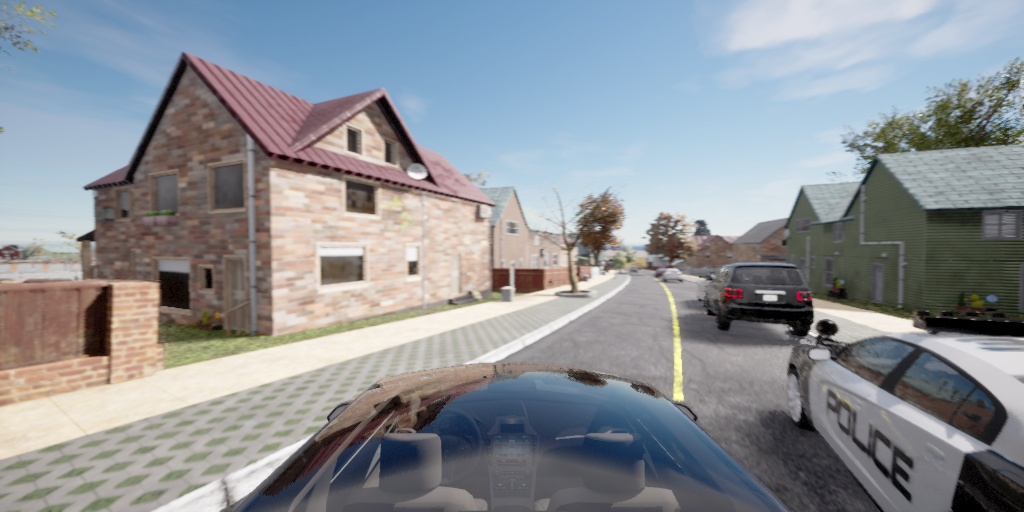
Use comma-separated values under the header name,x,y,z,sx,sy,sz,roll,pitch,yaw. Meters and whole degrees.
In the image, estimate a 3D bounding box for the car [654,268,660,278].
name,x,y,z,sx,sy,sz,roll,pitch,yaw
car,22.023,2.470,52.578,1.812,1.442,4.674,0,-1,17

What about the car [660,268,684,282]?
name,x,y,z,sx,sy,sz,roll,pitch,yaw
car,18.099,2.173,40.514,1.812,1.442,4.674,0,-1,19

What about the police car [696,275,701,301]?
name,x,y,z,sx,sy,sz,roll,pitch,yaw
police car,10.163,1.560,17.402,1.930,1.638,5.238,1,-1,23

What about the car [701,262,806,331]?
name,x,y,z,sx,sy,sz,roll,pitch,yaw
car,7.769,1.234,11.773,2.150,2.045,5.566,1,-1,24

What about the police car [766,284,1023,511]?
name,x,y,z,sx,sy,sz,roll,pitch,yaw
police car,3.670,1.247,2.667,1.930,1.638,5.238,1,-1,25
